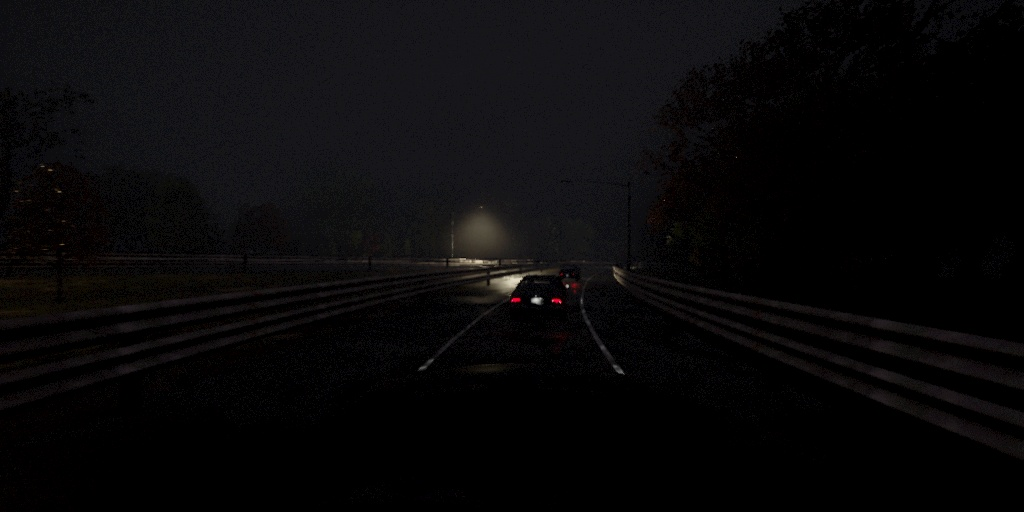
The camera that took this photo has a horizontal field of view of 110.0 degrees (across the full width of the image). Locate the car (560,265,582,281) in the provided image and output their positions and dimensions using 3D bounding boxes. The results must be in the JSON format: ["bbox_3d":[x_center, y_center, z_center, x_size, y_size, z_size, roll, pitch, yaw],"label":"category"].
[{"bbox_3d":[5.374,1.516,33.304,1.812,1.442,4.674,0,0,14],"label":"car"}]

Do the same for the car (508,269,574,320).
[{"bbox_3d":[1.060,1.377,13.000,2.033,1.411,5.357,0,0,8],"label":"car"}]
